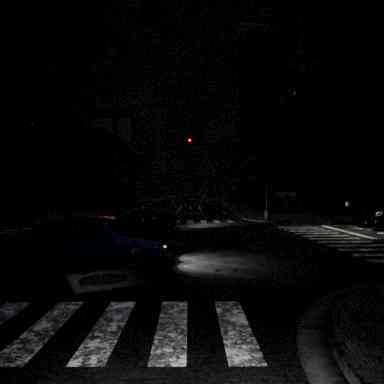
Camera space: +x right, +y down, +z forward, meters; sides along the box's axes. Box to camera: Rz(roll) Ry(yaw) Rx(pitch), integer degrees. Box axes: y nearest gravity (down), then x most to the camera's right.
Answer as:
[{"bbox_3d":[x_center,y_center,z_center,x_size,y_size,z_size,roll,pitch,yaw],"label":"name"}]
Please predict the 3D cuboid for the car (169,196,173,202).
[{"bbox_3d":[-5.645,1.552,69.165,1.967,1.590,4.097,0,0,0],"label":"car"}]

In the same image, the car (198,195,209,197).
[{"bbox_3d":[2.359,1.637,52.623,1.947,1.339,4.313,0,0,0],"label":"car"}]

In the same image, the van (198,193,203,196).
[{"bbox_3d":[2.366,1.424,58.134,1.690,1.788,3.998,0,0,0],"label":"van"}]

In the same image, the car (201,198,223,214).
[{"bbox_3d":[2.338,1.606,36.090,1.947,1.339,4.313,0,0,0],"label":"car"}]

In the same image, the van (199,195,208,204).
[{"bbox_3d":[2.380,1.453,69.155,1.690,1.788,3.998,0,0,0],"label":"van"}]

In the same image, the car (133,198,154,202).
[{"bbox_3d":[-5.687,1.480,36.101,1.967,1.590,4.097,0,0,0],"label":"car"}]

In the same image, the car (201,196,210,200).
[{"bbox_3d":[2.352,1.641,47.112,1.802,1.307,4.206,0,0,0],"label":"car"}]

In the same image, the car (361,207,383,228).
[{"bbox_3d":[13.001,1.304,20.607,4.553,1.767,2.097,0,0,0],"label":"car"}]

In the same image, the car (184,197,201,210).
[{"bbox_3d":[-0.181,1.653,43.456,1.895,1.301,4.718,0,0,0],"label":"car"}]

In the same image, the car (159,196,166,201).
[{"bbox_3d":[-5.665,1.653,52.633,1.802,1.307,4.206,0,0,0],"label":"car"}]

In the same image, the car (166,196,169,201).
[{"bbox_3d":[-5.658,1.634,58.143,2.008,1.369,4.403,0,0,0],"label":"car"}]

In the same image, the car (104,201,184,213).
[{"bbox_3d":[-2.994,1.503,18.715,2.128,1.511,4.902,1,0,39],"label":"car"}]

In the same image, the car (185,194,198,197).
[{"bbox_3d":[-0.159,1.617,68.516,1.837,1.490,4.892,0,0,0],"label":"car"}]

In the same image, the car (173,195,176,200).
[{"bbox_3d":[-5.630,1.694,80.186,2.008,1.369,4.403,0,0,0],"label":"car"}]

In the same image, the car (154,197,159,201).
[{"bbox_3d":[-5.679,1.490,41.612,1.967,1.590,4.097,0,0,0],"label":"car"}]

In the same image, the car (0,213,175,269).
[{"bbox_3d":[-3.339,1.547,10.593,5.357,1.411,2.033,0,0,0],"label":"car"}]
